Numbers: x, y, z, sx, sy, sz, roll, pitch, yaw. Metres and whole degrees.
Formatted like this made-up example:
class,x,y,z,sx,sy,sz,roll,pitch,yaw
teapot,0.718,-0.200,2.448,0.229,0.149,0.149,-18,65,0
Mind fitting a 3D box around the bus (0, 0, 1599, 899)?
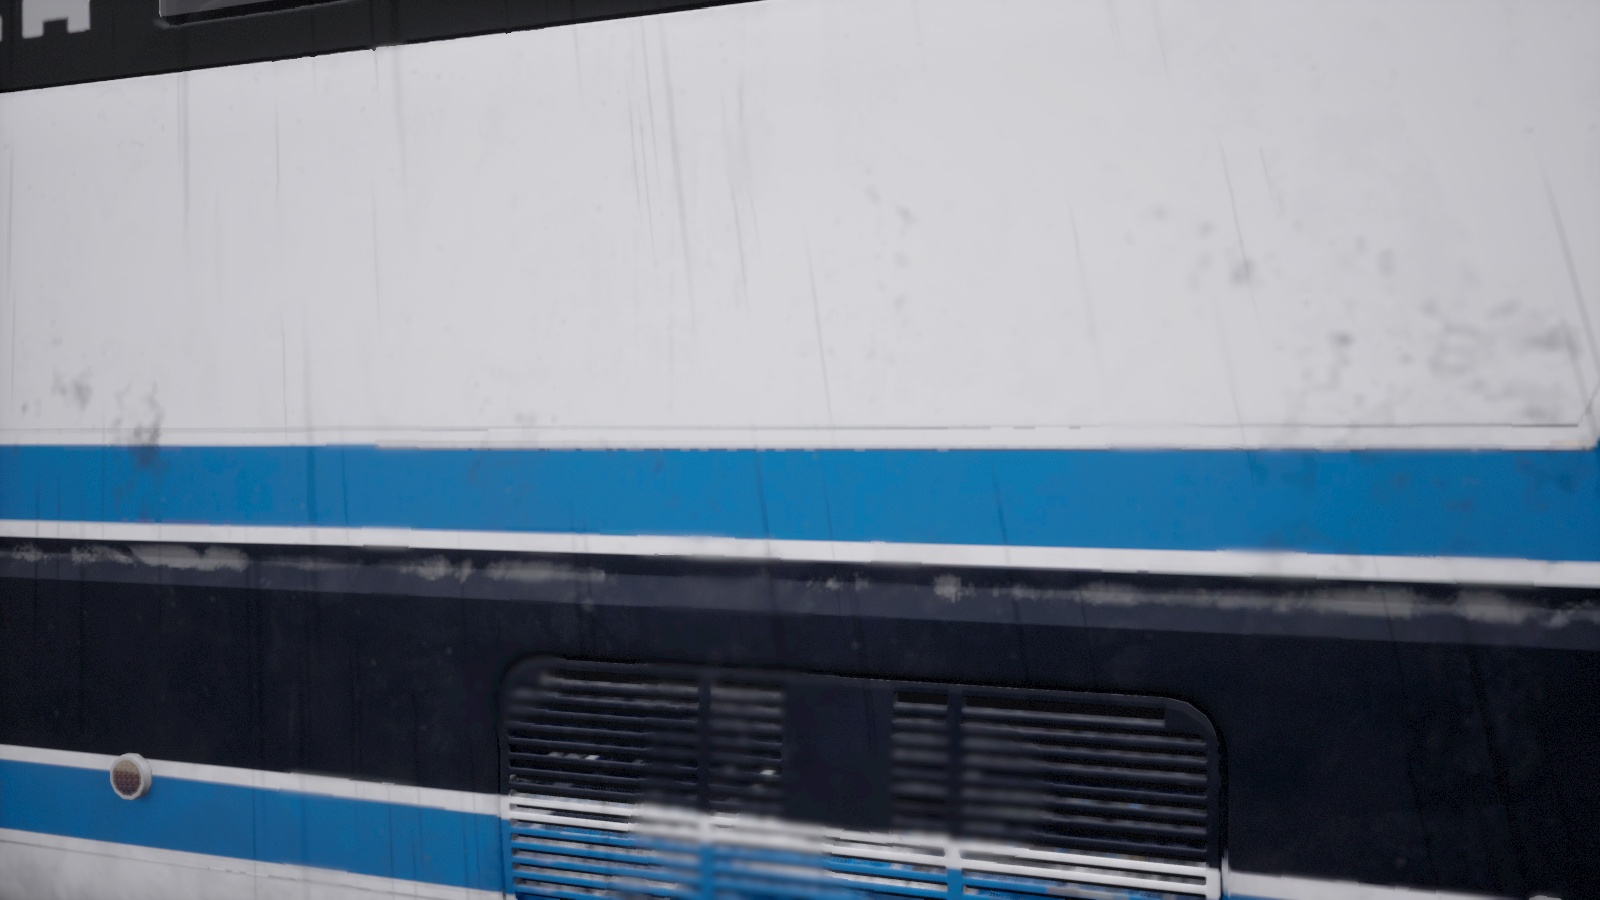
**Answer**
class,x,y,z,sx,sy,sz,roll,pitch,yaw
bus,-0.127,-0.610,3.748,10.273,4.253,3.944,1,1,19
